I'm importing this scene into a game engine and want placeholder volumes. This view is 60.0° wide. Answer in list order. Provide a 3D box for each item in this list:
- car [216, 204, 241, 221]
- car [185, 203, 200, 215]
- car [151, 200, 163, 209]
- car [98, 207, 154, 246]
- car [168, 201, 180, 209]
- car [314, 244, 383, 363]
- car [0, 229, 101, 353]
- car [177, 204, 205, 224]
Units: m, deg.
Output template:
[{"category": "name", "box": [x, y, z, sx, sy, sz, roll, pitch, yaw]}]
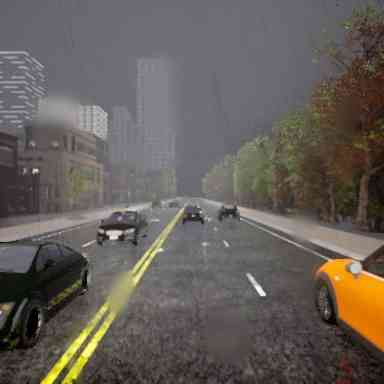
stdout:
[{"category": "car", "box": [3.343, 1.891, 31.035, 2.128, 1.511, 4.902, 0, -1, 0]}, {"category": "car", "box": [0.051, 2.154, 43.256, 1.895, 1.301, 4.718, 0, -1, 0]}, {"category": "car", "box": [-6.532, 2.292, 61.979, 1.837, 1.490, 4.892, 0, -1, 0]}, {"category": "car", "box": [-3.343, 1.708, 16.706, 2.128, 1.511, 4.902, 0, -1, 0]}, {"category": "car", "box": [-3.283, 2.351, 61.984, 1.994, 1.385, 4.181, 0, -1, 0]}, {"category": "car", "box": [3.349, 1.410, 4.456, 2.097, 1.767, 4.553, 0, -1, 0]}, {"category": "car", "box": [-3.347, 1.646, 6.237, 1.994, 1.385, 4.181, 0, -1, 0]}, {"category": "car", "box": [0.101, 1.907, 27.945, 2.033, 1.411, 5.357, 0, -1, 0]}]
